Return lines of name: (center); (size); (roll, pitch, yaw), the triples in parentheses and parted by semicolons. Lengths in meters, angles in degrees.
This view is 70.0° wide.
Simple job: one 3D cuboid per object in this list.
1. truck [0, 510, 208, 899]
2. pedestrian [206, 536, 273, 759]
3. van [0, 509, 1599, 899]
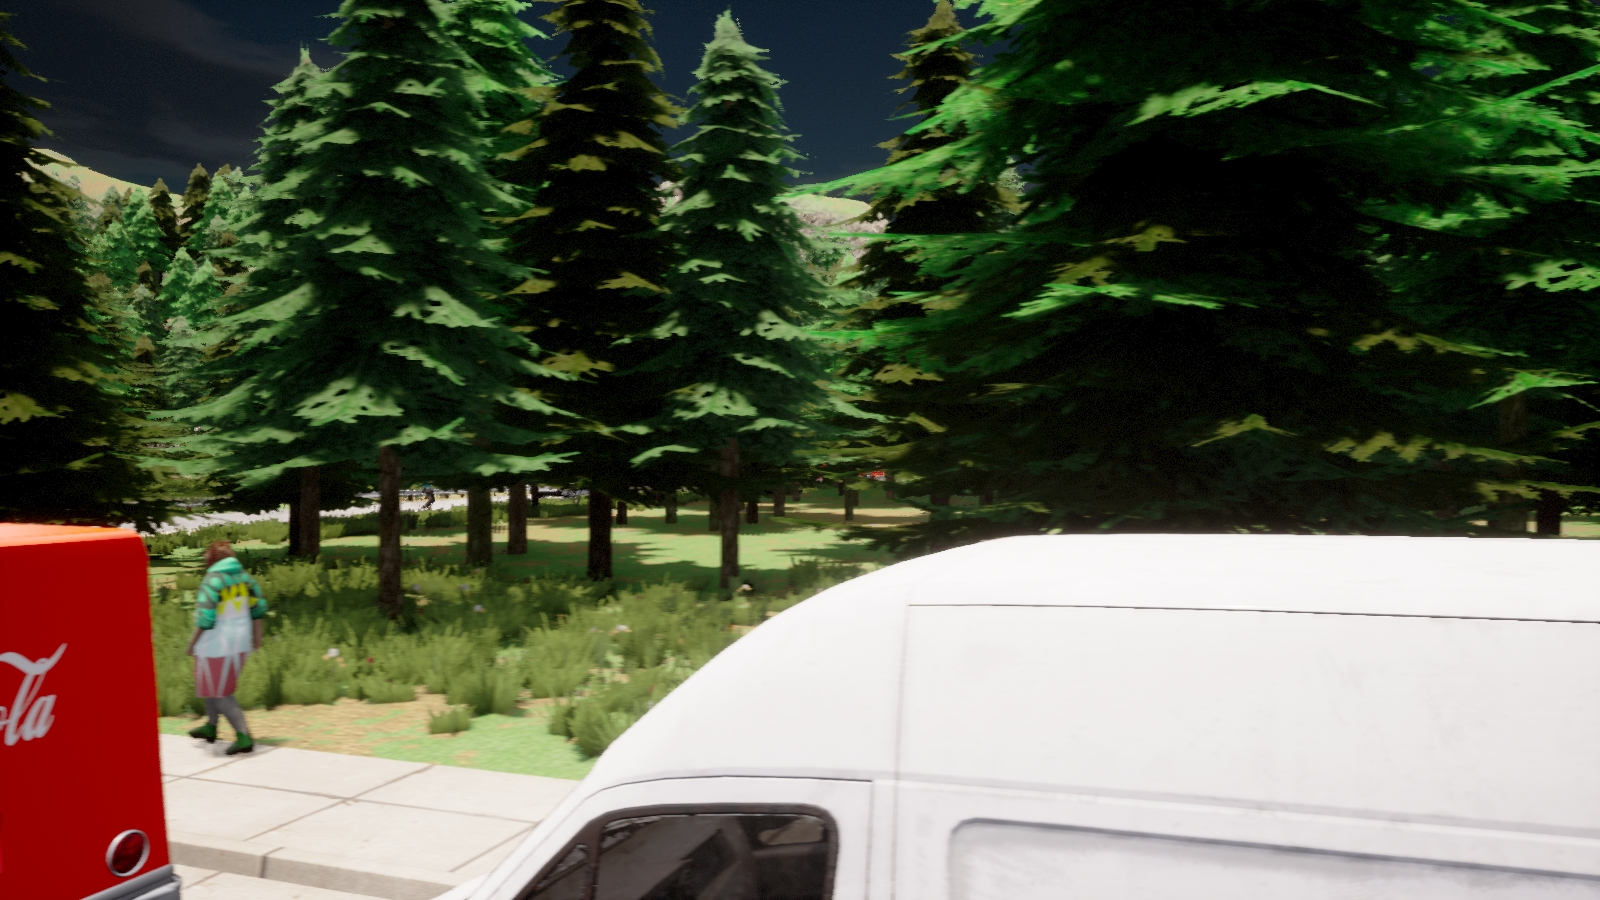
truck: (-5.910, 1.568, 5.464); (5.204, 2.467, 2.627); (0, 0, 20)
pedestrian: (-4.864, 1.694, 9.923); (0.375, 1.860, 0.375); (0, 0, 15)
van: (0.996, 1.534, 2.948); (5.915, 2.561, 1.988); (0, 0, 20)
